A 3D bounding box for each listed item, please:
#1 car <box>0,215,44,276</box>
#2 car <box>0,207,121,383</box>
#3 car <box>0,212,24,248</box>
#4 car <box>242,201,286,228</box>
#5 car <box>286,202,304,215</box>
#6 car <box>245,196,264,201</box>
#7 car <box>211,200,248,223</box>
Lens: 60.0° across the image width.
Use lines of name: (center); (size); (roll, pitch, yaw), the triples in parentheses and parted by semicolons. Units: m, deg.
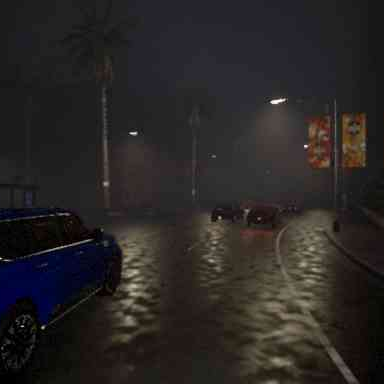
car: (-6.226, 1.530, 8.717); (1.882, 1.535, 5.008); (0, 0, 9)
car: (-2.974, 1.256, 5.671); (2.150, 2.045, 5.566); (0, 0, 6)
car: (-9.163, 1.623, 12.770); (2.033, 1.411, 5.357); (0, 0, 10)
car: (5.279, 1.638, 23.821); (1.882, 1.535, 5.008); (0, -1, 22)
car: (11.561, 1.805, 37.949); (2.033, 1.411, 5.357); (0, 0, 25)
car: (9.424, 1.653, 50.241); (2.150, 2.045, 5.566); (0, 0, 25)
car: (3.059, 1.689, 27.525); (1.837, 1.490, 4.892); (0, 0, 23)
